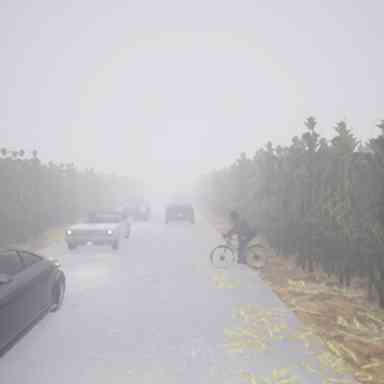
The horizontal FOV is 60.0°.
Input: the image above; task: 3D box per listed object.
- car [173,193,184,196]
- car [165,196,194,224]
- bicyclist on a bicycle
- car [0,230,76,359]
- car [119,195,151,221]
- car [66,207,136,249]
[{"bbox_3d":[-1.831,0.889,45.125,1.837,1.490,4.892,0,-1,-3],"label":"car"},{"bbox_3d":[-0.876,1.299,23.490,1.882,1.535,5.008,0,1,-3],"label":"car"},{"bbox_3d":[1.328,1.364,9.288,1.656,1.620,0.582,0,0,-2],"label":"bicyclist on a bicycle"},{"bbox_3d":[-3.356,1.534,4.733,1.994,1.385,4.181,0,0,-2],"label":"car"},{"bbox_3d":[-4.219,1.158,24.674,2.097,1.767,4.553,0,1,-2],"label":"car"},{"bbox_3d":[-3.767,1.510,14.090,1.895,1.301,4.718,0,0,-2],"label":"car"}]
